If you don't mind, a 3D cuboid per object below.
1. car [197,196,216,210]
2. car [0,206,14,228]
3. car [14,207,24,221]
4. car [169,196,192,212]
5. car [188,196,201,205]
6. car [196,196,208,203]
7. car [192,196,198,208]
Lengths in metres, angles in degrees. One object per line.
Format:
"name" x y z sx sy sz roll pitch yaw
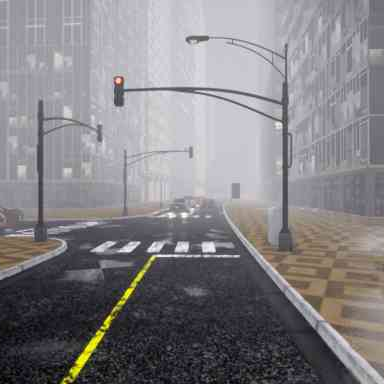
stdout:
"car" 2.088 1.513 42.060 2.033 1.411 5.357 0 0 5
"car" -14.630 1.576 21.847 4.553 1.767 2.097 -1 0 11
"car" -16.473 1.854 28.052 4.403 1.369 2.008 -1 1 10
"car" -1.425 1.477 38.522 1.837 1.490 4.892 0 0 5
"car" 0.470 1.465 57.378 1.812 1.442 4.674 0 0 7
"car" 2.124 1.511 69.524 1.895 1.301 4.718 0 0 8
"car" -0.601 1.311 47.624 2.097 1.767 4.553 0 0 6
